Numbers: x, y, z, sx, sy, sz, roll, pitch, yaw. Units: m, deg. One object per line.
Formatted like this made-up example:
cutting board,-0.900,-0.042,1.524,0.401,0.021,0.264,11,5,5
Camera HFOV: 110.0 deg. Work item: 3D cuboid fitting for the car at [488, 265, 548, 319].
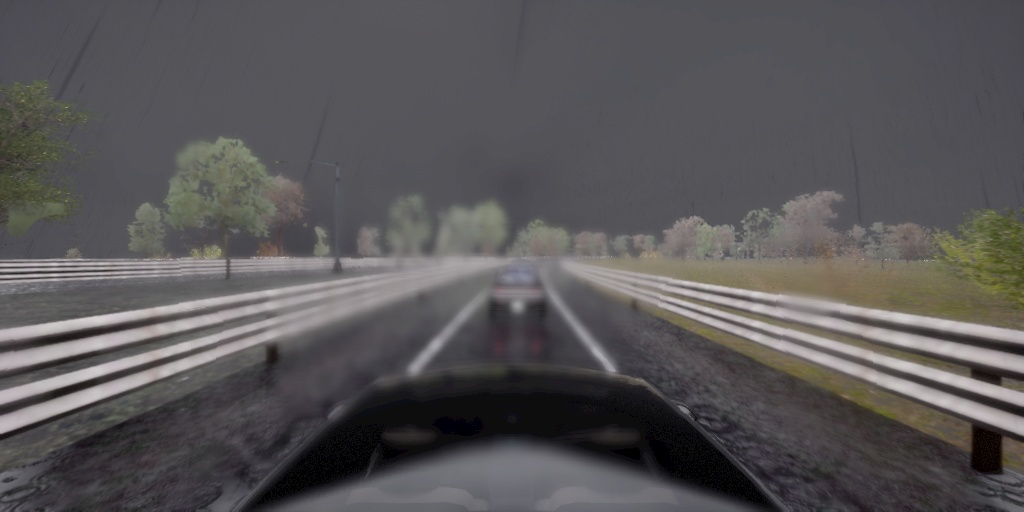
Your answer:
car,0.243,1.241,12.738,2.128,1.511,4.902,0,0,2

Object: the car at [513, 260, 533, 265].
car,0.892,1.100,27.707,2.097,1.767,4.553,0,0,4
